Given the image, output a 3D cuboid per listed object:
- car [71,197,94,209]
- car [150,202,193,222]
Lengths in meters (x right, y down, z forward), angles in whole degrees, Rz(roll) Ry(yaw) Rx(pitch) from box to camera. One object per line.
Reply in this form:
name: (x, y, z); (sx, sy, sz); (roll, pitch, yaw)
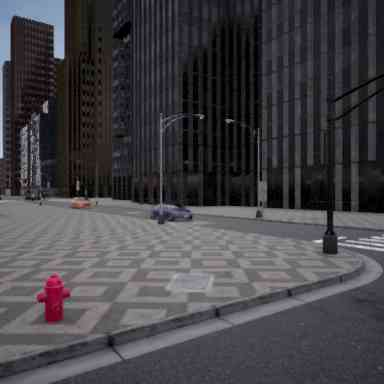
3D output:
car: (-15.417, 1.481, 46.651); (2.097, 1.767, 4.553); (0, 0, -35)
car: (-1.784, 1.590, 27.210); (1.812, 1.442, 4.674); (0, 0, -35)
